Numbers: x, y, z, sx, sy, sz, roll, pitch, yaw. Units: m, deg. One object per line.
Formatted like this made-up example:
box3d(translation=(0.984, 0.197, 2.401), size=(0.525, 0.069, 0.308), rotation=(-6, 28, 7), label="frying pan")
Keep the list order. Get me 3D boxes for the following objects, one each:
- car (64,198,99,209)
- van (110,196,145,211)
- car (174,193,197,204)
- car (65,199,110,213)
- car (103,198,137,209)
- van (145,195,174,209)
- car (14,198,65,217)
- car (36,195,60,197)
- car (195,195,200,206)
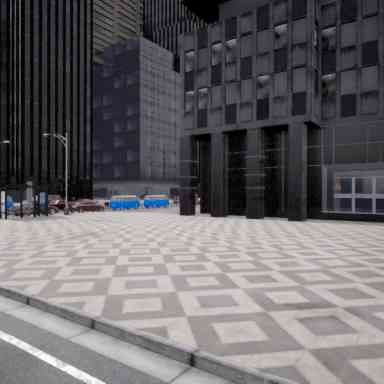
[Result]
box3d(translation=(-14.962, 1.548, 45.142), size=(1.802, 1.307, 4.206), rotation=(0, 0, 35), label="car")
box3d(translation=(-8.017, 1.332, 40.197), size=(1.690, 1.788, 3.998), rotation=(0, 0, 35), label="van")
box3d(translation=(-1.034, 1.252, 59.932), size=(2.150, 2.045, 5.566), rotation=(0, 0, 35), label="car")
box3d(translation=(-11.312, 1.576, 35.573), size=(1.802, 1.307, 4.206), rotation=(0, 0, 35), label="car")
box3d(translation=(-10.184, 1.573, 47.250), size=(1.895, 1.301, 4.718), rotation=(0, 0, 36), label="car")
box3d(translation=(-4.724, 1.330, 44.821), size=(1.690, 1.788, 3.998), rotation=(0, 0, 35), label="van")
box3d(translation=(-14.606, 1.549, 30.948), size=(2.008, 1.369, 4.403), rotation=(0, 0, 35), label="car")
box3d(translation=(-18.256, 1.285, 40.517), size=(2.192, 1.841, 5.009), rotation=(0, 0, 35), label="car")
box3d(translation=(1.864, 1.569, 54.069), size=(1.802, 1.307, 4.206), rotation=(0, 0, 35), label="car")
